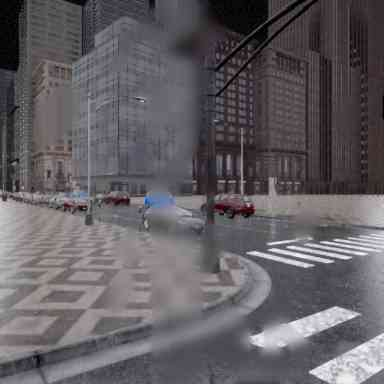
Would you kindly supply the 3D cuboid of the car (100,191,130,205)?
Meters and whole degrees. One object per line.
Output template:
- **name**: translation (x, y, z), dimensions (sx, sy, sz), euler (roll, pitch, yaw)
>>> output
- **car**: translation (-9.919, 0.765, 44.155), dimensions (2.192, 1.841, 5.009), euler (1, 0, -35)

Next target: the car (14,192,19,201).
- **car**: translation (-26.377, 0.702, 52.543), dimensions (1.967, 1.590, 4.097), euler (1, 0, -36)

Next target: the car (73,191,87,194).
- **car**: translation (-16.138, 0.967, 48.426), dimensions (1.895, 1.301, 4.718), euler (0, 1, -36)

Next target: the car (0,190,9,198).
- **car**: translation (-39.062, 0.611, 70.319), dimensions (1.947, 1.339, 4.313), euler (1, 0, -36)

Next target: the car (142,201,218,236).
- **car**: translation (-1.015, 1.366, 16.991), dimensions (2.008, 1.369, 4.403), euler (1, 0, -35)

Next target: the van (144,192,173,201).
- **van**: translation (-3.577, 0.930, 35.266), dimensions (1.690, 1.788, 3.998), euler (1, 0, -35)

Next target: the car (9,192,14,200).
- **car**: translation (-29.550, 0.748, 56.987), dimensions (1.887, 1.381, 4.507), euler (1, 0, -36)

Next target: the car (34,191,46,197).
- **car**: translation (-38.461, 0.495, 84.155), dimensions (1.887, 1.381, 4.507), euler (0, 0, -36)

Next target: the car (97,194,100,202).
- **car**: translation (-13.094, 0.934, 48.600), dimensions (2.008, 1.369, 4.403), euler (1, 0, -35)

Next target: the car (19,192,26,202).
- **car**: translation (-23.209, 0.875, 48.100), dimensions (2.008, 1.369, 4.403), euler (1, 0, -35)

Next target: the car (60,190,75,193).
- **car**: translation (-21.860, 0.778, 56.445), dimensions (1.812, 1.442, 4.674), euler (0, 1, -35)

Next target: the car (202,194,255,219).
- **car**: translation (2.765, 1.049, 26.377), dimensions (2.192, 1.841, 5.009), euler (1, 0, -35)

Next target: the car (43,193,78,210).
- **car**: translation (-13.696, 1.074, 34.766), dimensions (2.008, 1.369, 4.403), euler (1, 0, -35)

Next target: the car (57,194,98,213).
- **car**: translation (-10.526, 1.139, 30.323), dimensions (1.887, 1.381, 4.507), euler (1, 0, -35)

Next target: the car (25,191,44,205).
- **car**: translation (-20.038, 0.940, 43.655), dimensions (2.008, 1.369, 4.403), euler (1, 0, -36)
